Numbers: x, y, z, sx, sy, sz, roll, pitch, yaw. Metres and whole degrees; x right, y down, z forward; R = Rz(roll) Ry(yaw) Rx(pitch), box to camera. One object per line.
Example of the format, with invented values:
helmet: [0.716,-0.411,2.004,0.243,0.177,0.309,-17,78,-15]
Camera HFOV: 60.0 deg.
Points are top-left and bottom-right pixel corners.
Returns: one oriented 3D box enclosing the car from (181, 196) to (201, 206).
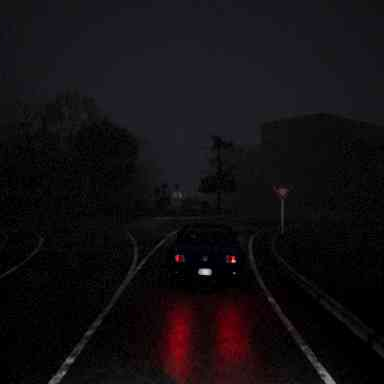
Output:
car: [-0.145,1.367,52.342,2.128,1.511,4.902,0,-1,-22]

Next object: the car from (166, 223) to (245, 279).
car: [0.464,1.593,10.046,1.895,1.301,4.718,0,0,4]
